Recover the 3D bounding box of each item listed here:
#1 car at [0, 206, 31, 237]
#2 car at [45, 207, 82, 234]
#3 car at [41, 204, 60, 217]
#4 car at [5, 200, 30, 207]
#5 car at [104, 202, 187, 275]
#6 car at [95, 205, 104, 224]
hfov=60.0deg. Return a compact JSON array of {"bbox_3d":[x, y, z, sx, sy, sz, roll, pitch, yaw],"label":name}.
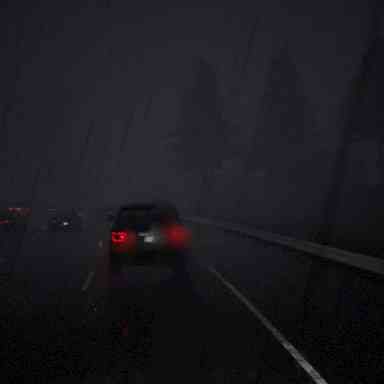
[{"bbox_3d":[-11.589,1.932,20.785,2.128,1.511,4.902,-1,0,-19],"label":"car"},{"bbox_3d":[-8.414,1.935,22.242,1.994,1.385,4.181,-1,0,-20],"label":"car"},{"bbox_3d":[-16.122,2.169,38.253,2.128,1.511,4.902,-1,-1,-31],"label":"car"},{"bbox_3d":[-18.958,1.958,36.319,2.150,2.045,5.566,-1,0,-31],"label":"car"},{"bbox_3d":[-1.608,1.342,11.193,2.150,2.045,5.566,-1,0,-12],"label":"car"},{"bbox_3d":[-7.204,1.877,28.745,2.128,1.511,4.902,-1,0,-23],"label":"car"}]
